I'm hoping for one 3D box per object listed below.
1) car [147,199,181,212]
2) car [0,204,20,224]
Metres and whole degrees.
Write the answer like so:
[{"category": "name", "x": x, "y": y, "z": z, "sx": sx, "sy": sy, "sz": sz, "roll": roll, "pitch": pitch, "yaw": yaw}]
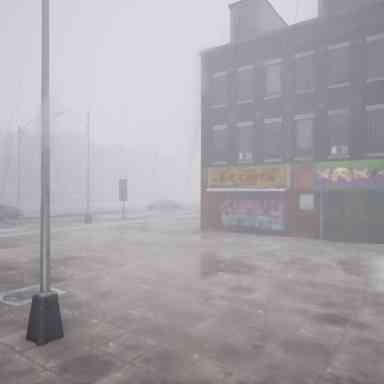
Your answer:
[{"category": "car", "x": -3.088, "y": 1.454, "z": 37.207, "sx": 1.994, "sy": 1.385, "sz": 4.181, "roll": 0, "pitch": 0, "yaw": 35}, {"category": "car", "x": -13.911, "y": 1.450, "z": 21.792, "sx": 2.128, "sy": 1.511, "sz": 4.902, "roll": 0, "pitch": 0, "yaw": 33}]
